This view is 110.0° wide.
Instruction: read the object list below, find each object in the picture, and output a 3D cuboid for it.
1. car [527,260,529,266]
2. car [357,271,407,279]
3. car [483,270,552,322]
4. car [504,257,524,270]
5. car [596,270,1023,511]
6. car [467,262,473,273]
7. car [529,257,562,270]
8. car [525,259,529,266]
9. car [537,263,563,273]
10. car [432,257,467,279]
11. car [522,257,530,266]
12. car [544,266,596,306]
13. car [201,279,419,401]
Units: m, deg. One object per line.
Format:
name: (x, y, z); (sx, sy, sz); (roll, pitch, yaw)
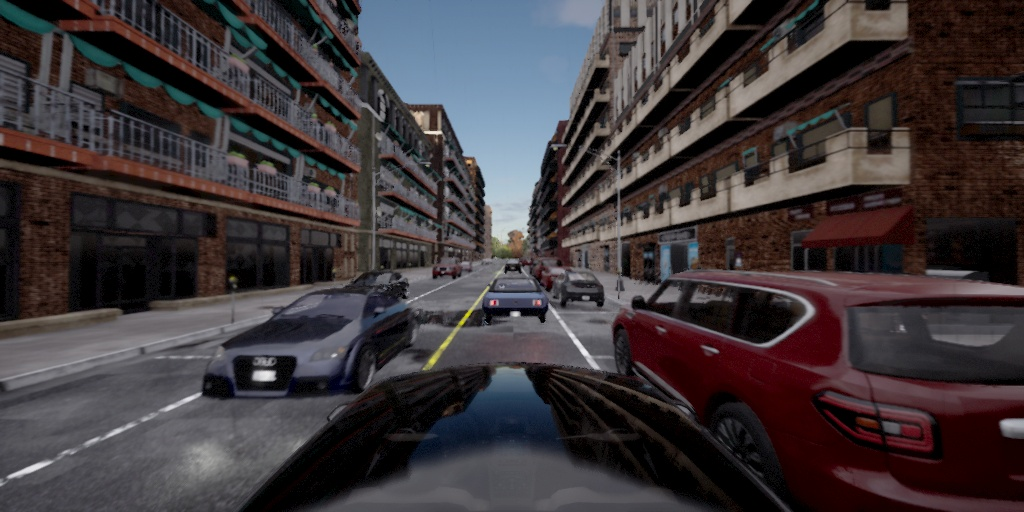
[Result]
car: (2.690, 1.288, 31.985); (2.007, 1.370, 4.403); (0, 0, 0)
car: (-5.690, 1.309, 15.314); (1.948, 1.339, 4.313); (0, 0, 0)
car: (0.101, 1.346, 12.317); (1.895, 1.301, 4.718); (0, 0, 0)
car: (0.098, 1.212, 42.742); (1.882, 1.535, 5.008); (0, 0, 0)
car: (2.692, 1.064, 4.145); (2.192, 1.841, 5.009); (0, 0, 0)
car: (-5.692, 1.316, 43.153); (1.802, 1.307, 4.207); (0, 0, 0)
car: (2.690, 1.054, 26.416); (2.192, 1.841, 5.009); (0, 0, 0)
car: (2.689, 1.301, 37.552); (1.948, 1.339, 4.313); (0, 0, 0)
car: (2.691, 1.287, 20.848); (1.888, 1.381, 4.507); (0, 0, 0)
car: (-5.691, 1.052, 32.017); (2.192, 1.841, 5.009); (0, 0, 0)
car: (2.688, 1.045, 59.824); (2.192, 1.841, 5.009); (0, 0, 0)
car: (2.691, 1.294, 15.281); (2.007, 1.370, 4.403); (0, 0, 0)
car: (-3.098, 1.312, 6.475); (1.994, 1.385, 4.181); (0, 0, 0)
